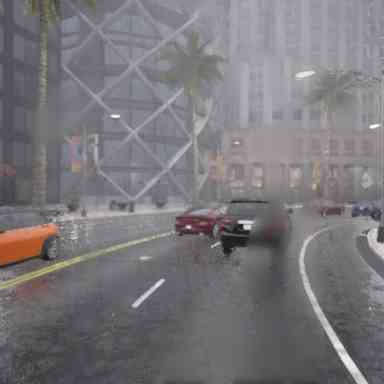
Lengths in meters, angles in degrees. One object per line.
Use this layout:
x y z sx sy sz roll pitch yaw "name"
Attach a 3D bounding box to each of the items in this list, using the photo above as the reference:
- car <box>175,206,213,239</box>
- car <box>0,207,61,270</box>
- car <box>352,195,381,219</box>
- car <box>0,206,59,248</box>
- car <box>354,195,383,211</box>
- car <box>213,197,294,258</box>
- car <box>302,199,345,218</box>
0.863 1.464 17.511 1.882 1.535 5.008 0 0 24 "car"
-5.764 1.299 9.219 2.097 1.767 4.553 1 0 14 "car"
16.456 1.440 29.845 4.553 1.767 2.097 0 0 -32 "car"
-8.080 1.430 14.117 1.837 1.490 4.892 0 0 18 "car"
24.746 1.433 44.109 5.566 2.045 2.150 0 0 -9 "car"
2.731 1.227 13.212 2.150 2.045 5.566 0 0 20 "car"
12.510 1.409 31.425 4.553 1.767 2.097 0 0 -36 "car"
